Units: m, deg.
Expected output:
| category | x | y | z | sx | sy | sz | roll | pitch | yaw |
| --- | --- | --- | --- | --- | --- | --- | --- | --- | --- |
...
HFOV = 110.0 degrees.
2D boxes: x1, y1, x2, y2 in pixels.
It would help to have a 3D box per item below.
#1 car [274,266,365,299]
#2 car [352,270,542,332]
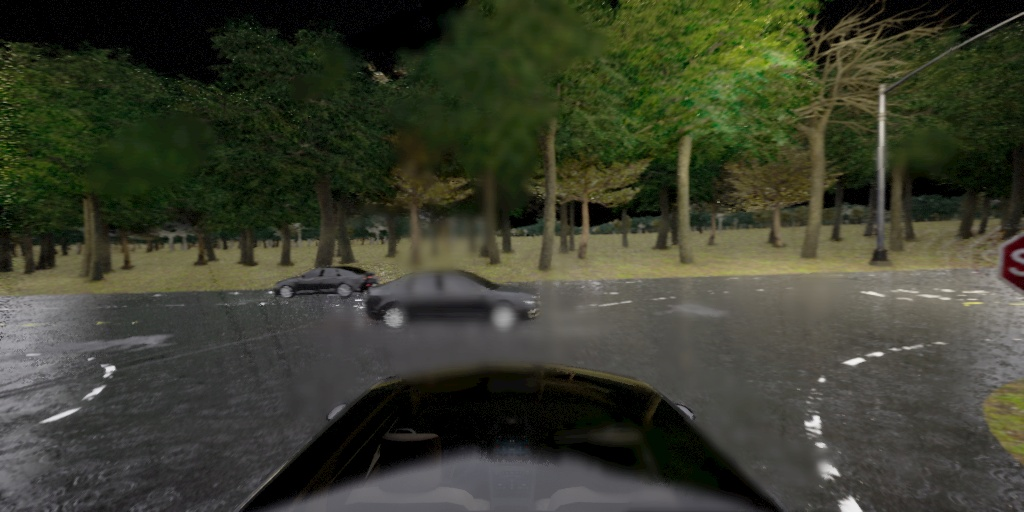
| category | x | y | z | sx | sy | sz | roll | pitch | yaw |
| --- | --- | --- | --- | --- | --- | --- | --- | --- | --- |
| car | -9.172 | 1.274 | 17.761 | 4.892 | 1.490 | 1.837 | -2 | 3 | 4 |
| car | -1.613 | 1.168 | 10.181 | 4.892 | 1.490 | 1.837 | -1 | 2 | 4 |
